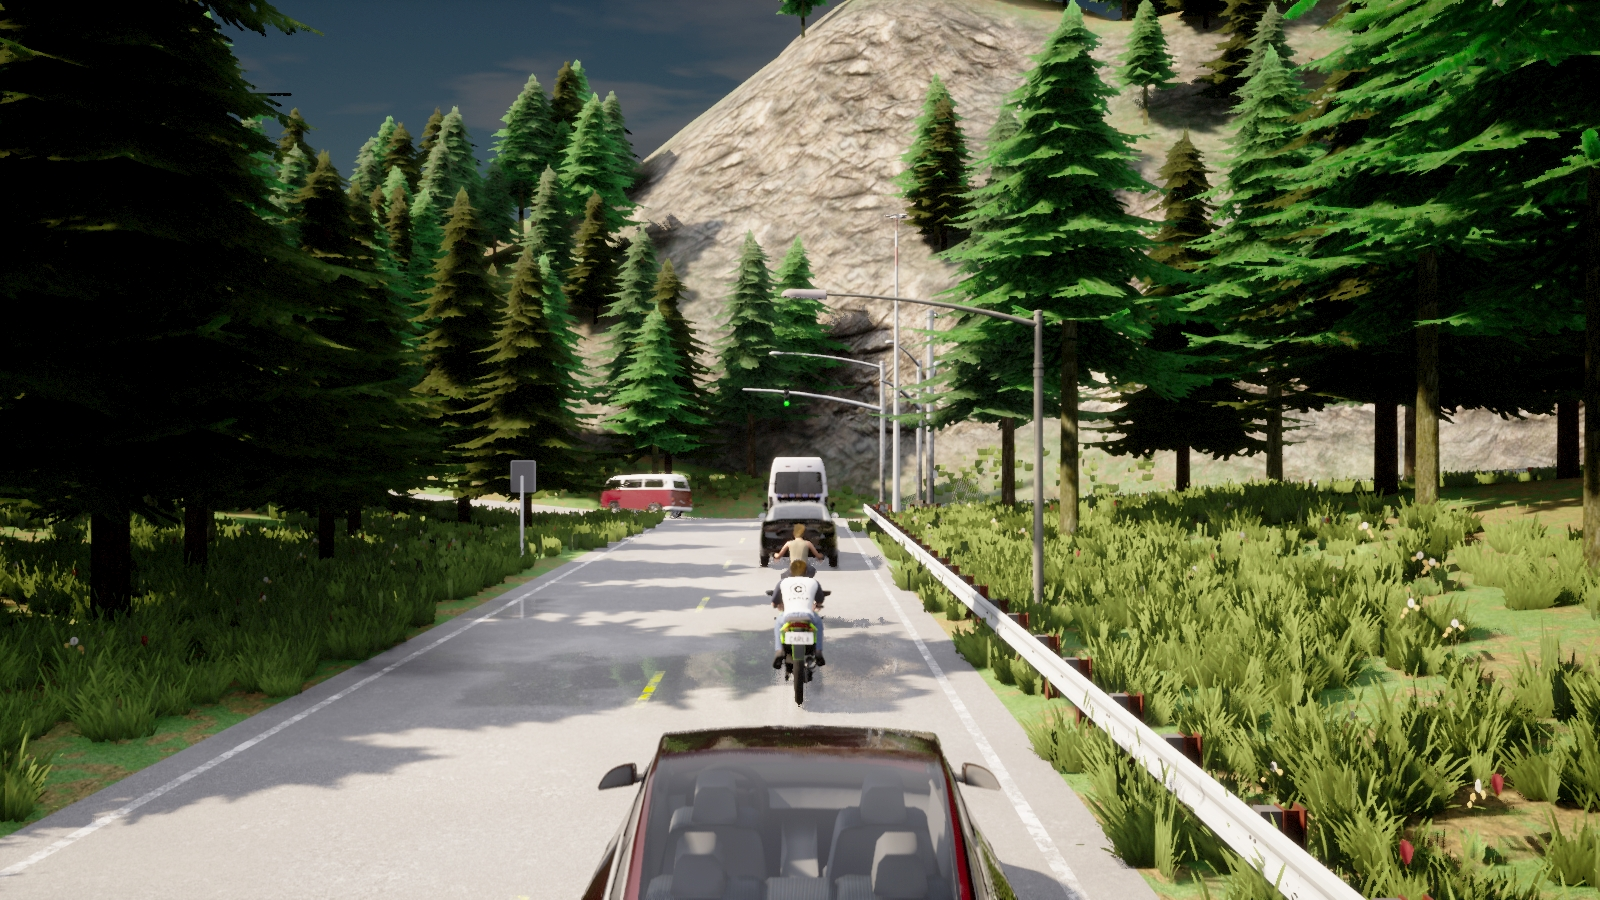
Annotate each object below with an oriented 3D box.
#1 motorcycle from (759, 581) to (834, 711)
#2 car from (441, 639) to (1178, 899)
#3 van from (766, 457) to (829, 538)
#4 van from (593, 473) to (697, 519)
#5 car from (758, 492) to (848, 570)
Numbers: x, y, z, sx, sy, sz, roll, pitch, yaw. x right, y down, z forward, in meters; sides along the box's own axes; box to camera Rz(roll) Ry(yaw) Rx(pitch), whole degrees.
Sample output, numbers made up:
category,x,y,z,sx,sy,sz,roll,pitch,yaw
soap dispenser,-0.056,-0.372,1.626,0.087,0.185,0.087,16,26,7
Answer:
category,x,y,z,sx,sy,sz,roll,pitch,yaw
motorcycle,-0.034,2.213,13.226,0.803,1.145,2.033,0,0,0
car,0.026,2.063,5.550,2.163,1.488,4.792,0,0,0
van,-0.156,1.534,39.646,1.988,2.561,5.915,0,0,-2
van,-7.280,2.165,53.562,4.480,2.038,2.069,-1,-5,31
car,0.078,1.982,29.239,2.097,1.638,5.238,0,0,0
